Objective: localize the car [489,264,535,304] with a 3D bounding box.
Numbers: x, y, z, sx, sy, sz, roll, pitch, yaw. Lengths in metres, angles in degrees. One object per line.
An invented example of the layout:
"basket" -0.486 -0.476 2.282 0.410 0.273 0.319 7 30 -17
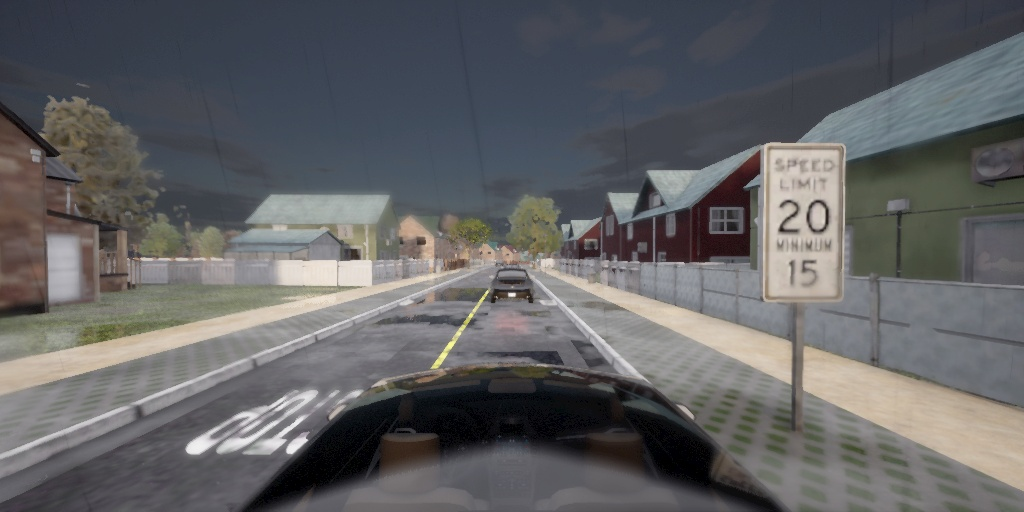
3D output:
"car" 0.000 1.280 16.504 1.837 1.490 4.892 0 0 0

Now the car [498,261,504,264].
"car" 0.000 1.384 31.507 1.994 1.385 4.181 0 0 0
